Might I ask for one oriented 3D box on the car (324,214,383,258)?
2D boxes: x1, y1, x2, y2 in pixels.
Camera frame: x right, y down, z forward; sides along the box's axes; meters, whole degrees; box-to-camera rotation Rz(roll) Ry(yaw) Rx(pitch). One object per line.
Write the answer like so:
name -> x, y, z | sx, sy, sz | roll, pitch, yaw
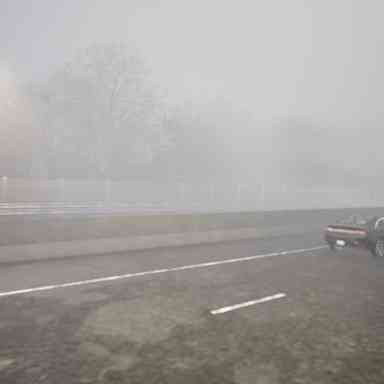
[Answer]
car -> 7.344, 1.639, 13.387 | 4.902, 1.511, 2.128 | 1, 0, -35
